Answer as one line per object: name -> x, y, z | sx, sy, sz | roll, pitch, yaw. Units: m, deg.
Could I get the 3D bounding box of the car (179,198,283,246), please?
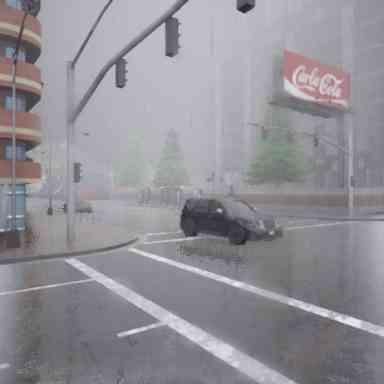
car -> 1.585, 1.300, 15.664 | 2.150, 2.045, 5.566 | 0, 0, -37

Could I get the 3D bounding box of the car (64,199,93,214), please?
car -> -11.628, 1.500, 33.920 | 1.837, 1.490, 4.892 | 0, 0, -36
